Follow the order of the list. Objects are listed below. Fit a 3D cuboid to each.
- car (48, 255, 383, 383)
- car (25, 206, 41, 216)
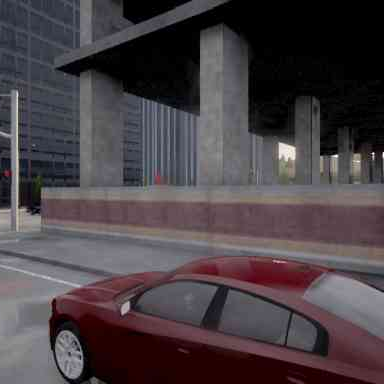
[{"bbox_3d":[0.405,1.478,3.700,5.008,1.535,1.882,0,0,35],"label":"car"},{"bbox_3d":[-14.147,1.656,33.551,1.895,1.301,4.718,0,0,36],"label":"car"}]
